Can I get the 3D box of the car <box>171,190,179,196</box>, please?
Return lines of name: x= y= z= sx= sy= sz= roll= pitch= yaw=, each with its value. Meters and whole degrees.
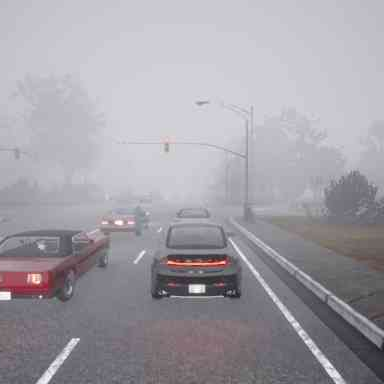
car: x=-4.921 y=0.275 z=94.818 sx=2.097 sy=1.767 sz=4.553 roll=0 pitch=1 yaw=-7

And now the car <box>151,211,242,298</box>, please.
car: x=0.086 y=1.472 z=8.390 sx=1.837 sy=1.490 sz=4.892 roll=0 pitch=0 yaw=0

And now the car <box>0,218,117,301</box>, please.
car: x=-3.415 y=1.570 z=8.209 sx=1.895 sy=1.301 sz=4.718 roll=0 pitch=0 yaw=0

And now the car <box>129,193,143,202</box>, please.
car: x=-10.687 y=0.981 z=63.755 sx=1.882 sy=1.535 sz=5.008 roll=0 pitch=1 yaw=0

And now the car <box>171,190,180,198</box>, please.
car: x=-4.159 y=0.756 z=84.771 sx=2.128 sy=1.511 sz=4.902 roll=0 pitch=1 yaw=-4

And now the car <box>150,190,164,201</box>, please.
car: x=-7.181 y=0.719 z=63.867 sx=2.150 sy=2.045 sz=5.566 roll=0 pitch=1 yaw=-2

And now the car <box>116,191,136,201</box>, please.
car: x=-10.701 y=0.816 z=53.868 sx=2.150 sy=2.045 sz=5.566 roll=0 pitch=0 yaw=0

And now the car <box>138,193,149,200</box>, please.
car: x=-10.755 y=0.984 z=73.841 sx=1.895 sy=1.301 sz=4.718 roll=0 pitch=1 yaw=-1

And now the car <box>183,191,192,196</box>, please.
car: x=-1.441 y=0.456 z=95.186 sx=2.033 sy=1.411 sz=5.357 roll=0 pitch=1 yaw=-7

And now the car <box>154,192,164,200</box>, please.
car: x=-7.261 y=0.864 z=74.105 sx=1.882 sy=1.535 sz=5.008 roll=0 pitch=1 yaw=-1

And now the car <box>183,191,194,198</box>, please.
car: x=-0.687 y=0.775 z=85.309 sx=1.994 sy=1.385 sz=4.181 roll=0 pitch=1 yaw=-4

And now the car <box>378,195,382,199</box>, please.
car: x=23.743 y=0.939 z=39.026 sx=5.566 sy=2.045 sz=2.150 roll=0 pitch=0 yaw=-4

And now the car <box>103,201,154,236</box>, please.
car: x=-3.449 y=1.441 z=17.798 sx=2.033 sy=1.411 sz=5.357 roll=0 pitch=0 yaw=-1

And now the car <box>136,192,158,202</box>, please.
car: x=-7.202 y=1.146 z=53.350 sx=2.033 sy=1.411 sz=5.357 roll=0 pitch=0 yaw=0

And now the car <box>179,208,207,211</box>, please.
car: x=0.076 y=1.495 z=17.703 sx=1.895 sy=1.301 sz=4.718 roll=0 pitch=0 yaw=0

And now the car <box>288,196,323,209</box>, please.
car: x=13.659 y=1.214 z=38.436 sx=4.902 sy=1.511 sz=2.128 roll=0 pitch=0 yaw=-3
